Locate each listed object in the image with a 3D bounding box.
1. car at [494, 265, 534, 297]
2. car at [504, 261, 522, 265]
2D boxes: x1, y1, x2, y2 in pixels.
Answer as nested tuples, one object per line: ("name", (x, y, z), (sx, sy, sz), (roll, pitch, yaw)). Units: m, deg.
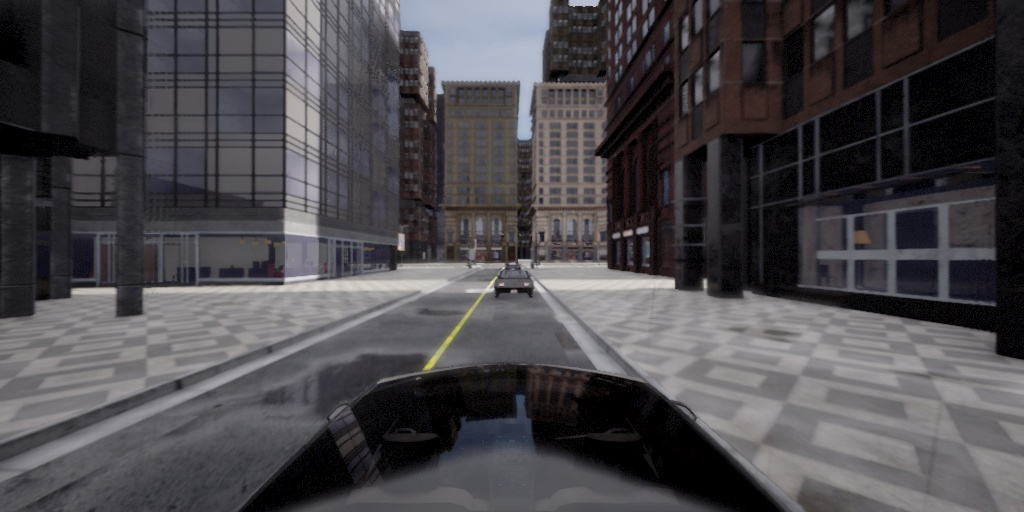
("car", (0.102, 1.356, 18.886), (1.895, 1.301, 4.718), (0, 0, 0))
("car", (0.107, 1.300, 40.555), (1.812, 1.442, 4.674), (0, 0, 0))
